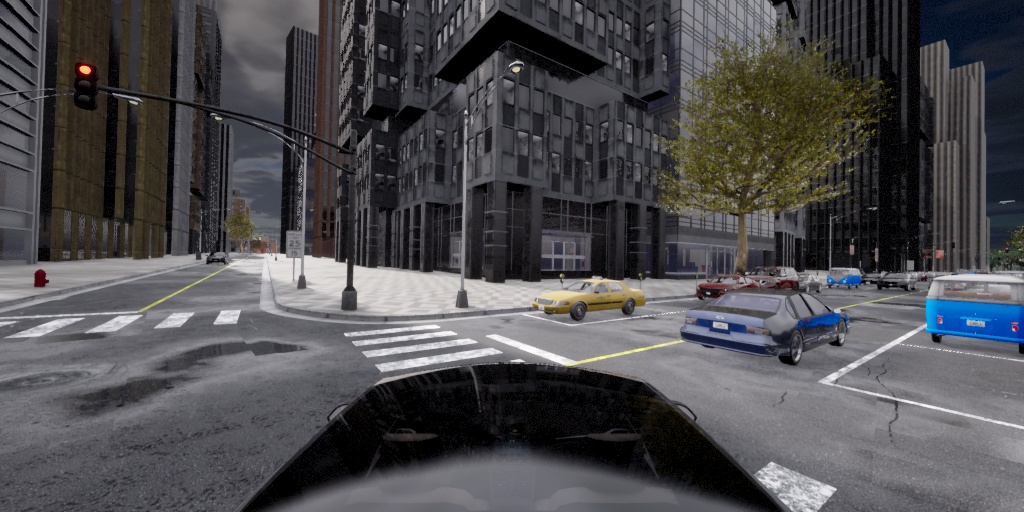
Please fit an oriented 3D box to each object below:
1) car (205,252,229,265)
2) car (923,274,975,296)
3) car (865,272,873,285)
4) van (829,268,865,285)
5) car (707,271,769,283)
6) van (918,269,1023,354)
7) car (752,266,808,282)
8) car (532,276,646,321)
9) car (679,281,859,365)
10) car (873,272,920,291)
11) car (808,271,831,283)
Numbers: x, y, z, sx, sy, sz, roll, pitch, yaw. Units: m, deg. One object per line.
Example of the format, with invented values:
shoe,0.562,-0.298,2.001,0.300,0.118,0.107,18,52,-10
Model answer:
car,-35.417,0.241,43.194,1.837,1.490,4.892,2,0,-35
car,33.515,2.182,27.444,5.357,1.411,2.033,2,-1,-34
car,37.819,2.397,37.541,4.313,1.339,1.948,0,0,-35
van,29.138,1.942,31.502,3.998,1.789,1.690,0,0,-35
car,11.775,1.692,19.424,4.507,1.381,1.888,0,0,-35
van,12.390,1.385,9.467,3.998,1.789,1.690,0,0,-35
car,16.116,1.574,22.444,5.009,1.841,2.192,0,0,-35
car,2.948,1.448,13.292,4.829,1.417,1.751,0,0,-35
car,6.167,1.469,8.503,5.357,1.411,2.033,1,-1,-35
car,33.345,2.178,31.063,4.892,1.490,1.837,2,-1,-35
car,20.457,1.923,25.463,4.403,1.370,2.007,0,0,-35
